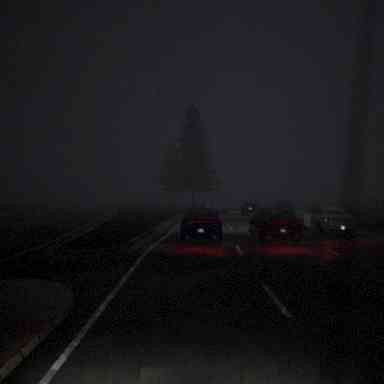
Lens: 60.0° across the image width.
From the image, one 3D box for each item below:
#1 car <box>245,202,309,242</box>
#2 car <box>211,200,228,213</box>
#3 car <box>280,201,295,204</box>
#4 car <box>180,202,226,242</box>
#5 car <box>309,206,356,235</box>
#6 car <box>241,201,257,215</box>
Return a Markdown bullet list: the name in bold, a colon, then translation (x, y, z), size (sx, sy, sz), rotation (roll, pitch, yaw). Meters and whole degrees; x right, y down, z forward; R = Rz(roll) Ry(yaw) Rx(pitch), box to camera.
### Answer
- **car**: translation (4.018, 1.490, 16.613), size (1.882, 1.535, 5.008), rotation (0, 0, 3)
- **car**: translation (2.708, 1.551, 35.247), size (1.812, 1.442, 4.674), rotation (0, 0, 12)
- **car**: translation (9.742, 1.589, 34.746), size (1.994, 1.385, 4.181), rotation (0, 0, 13)
- **car**: translation (0.517, 1.490, 16.619), size (1.882, 1.535, 5.008), rotation (0, 0, 3)
- **car**: translation (7.643, 1.539, 18.853), size (1.812, 1.442, 4.674), rotation (0, 0, 3)
- **car**: translation (6.167, 1.589, 34.676), size (1.994, 1.385, 4.181), rotation (0, 0, 12)
